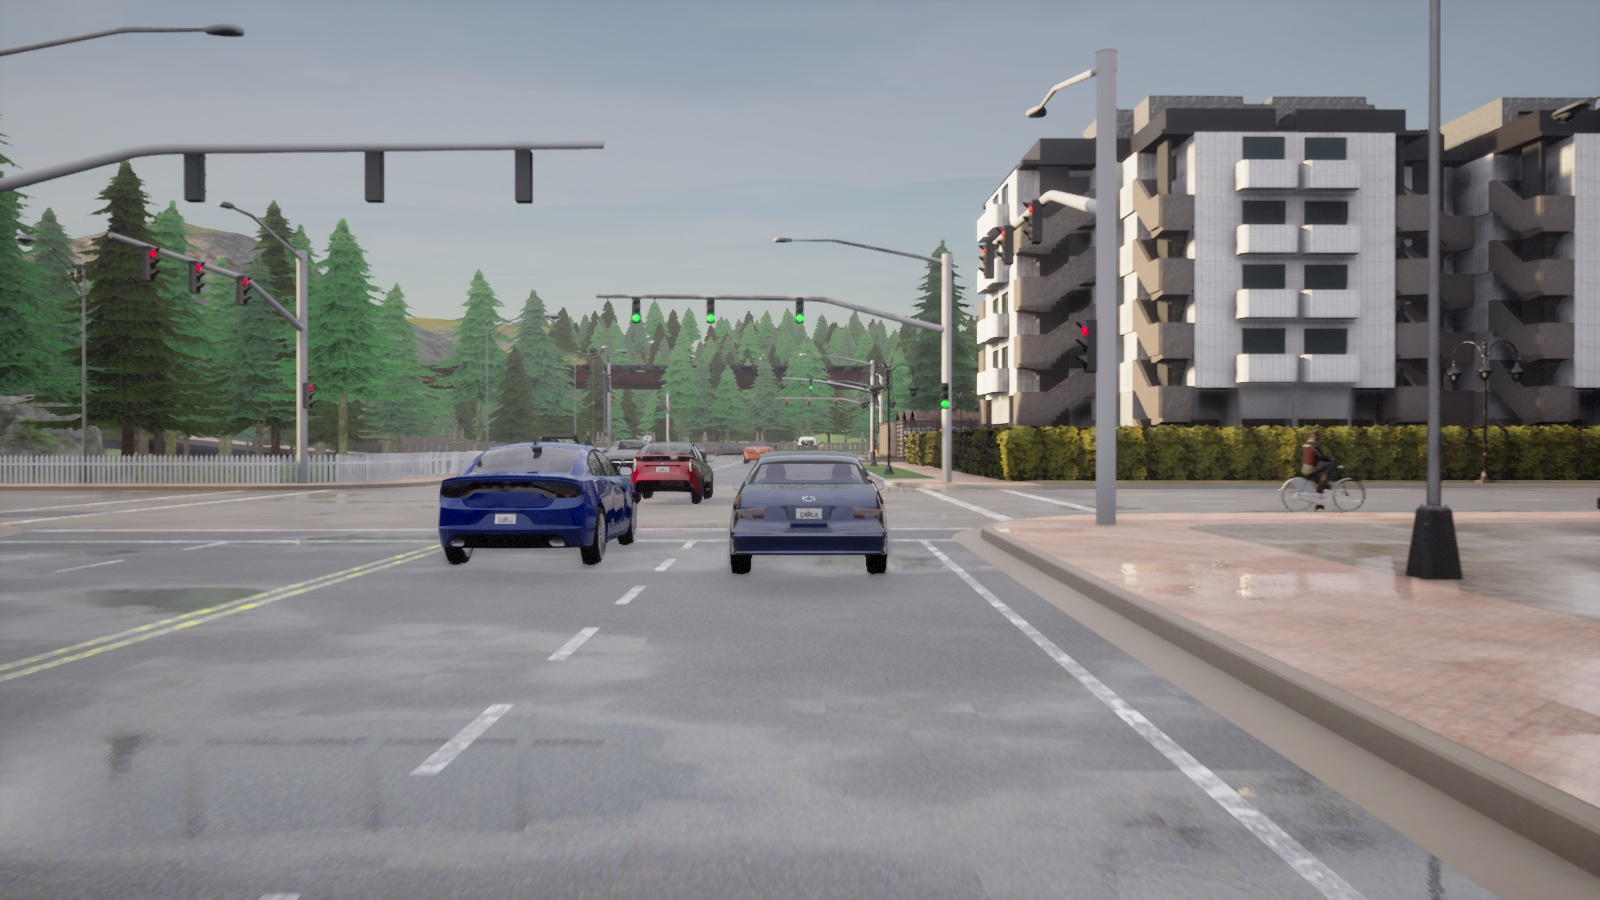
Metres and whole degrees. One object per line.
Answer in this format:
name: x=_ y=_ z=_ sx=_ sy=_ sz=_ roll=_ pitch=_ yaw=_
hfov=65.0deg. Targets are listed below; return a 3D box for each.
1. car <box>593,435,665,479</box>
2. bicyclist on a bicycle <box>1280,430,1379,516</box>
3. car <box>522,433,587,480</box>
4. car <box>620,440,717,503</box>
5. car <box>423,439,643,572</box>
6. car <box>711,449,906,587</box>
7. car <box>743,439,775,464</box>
car: x=-6.702 y=0.239 z=49.845 sx=2.152 sy=1.651 sz=5.027 roll=0 pitch=0 yaw=0
bicyclist on a bicycle: x=11.219 y=0.476 z=26.628 sx=1.843 sy=1.776 sz=0.659 roll=0 pitch=1 yaw=-5
car: x=-10.188 y=0.239 z=52.376 sx=1.905 sy=1.878 sz=3.866 roll=0 pitch=0 yaw=0
car: x=-3.301 y=0.508 z=32.449 sx=2.007 sy=1.525 sz=4.514 roll=0 pitch=0 yaw=0
car: x=-3.391 y=0.626 z=16.984 sx=1.882 sy=1.535 sz=5.008 roll=0 pitch=0 yaw=0
car: x=0.105 y=0.705 z=15.797 sx=2.033 sy=1.411 sz=5.357 roll=0 pitch=0 yaw=0
car: x=-2.965 y=0.086 z=91.712 sx=2.097 sy=1.767 sz=4.553 roll=0 pitch=0 yaw=0
